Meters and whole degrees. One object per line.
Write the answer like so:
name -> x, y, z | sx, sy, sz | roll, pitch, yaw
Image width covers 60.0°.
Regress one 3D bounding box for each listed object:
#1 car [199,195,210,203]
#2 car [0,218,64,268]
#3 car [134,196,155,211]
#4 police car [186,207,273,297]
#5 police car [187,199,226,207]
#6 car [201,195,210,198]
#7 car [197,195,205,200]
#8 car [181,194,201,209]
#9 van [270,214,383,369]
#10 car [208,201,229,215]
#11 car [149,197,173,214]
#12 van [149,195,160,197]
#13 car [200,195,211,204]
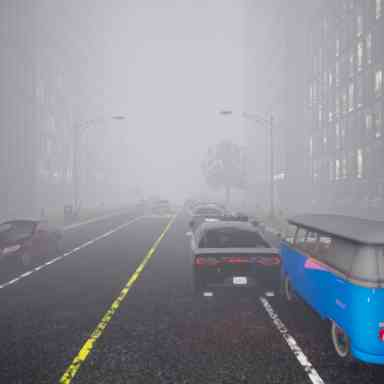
car -> 2.527, 1.401, 68.208 | 1.967, 1.590, 4.097 | 0, 0, 0
car -> -5.717, 1.582, 11.266 | 1.802, 1.307, 4.206 | 0, 0, 0
car -> -5.786, 1.548, 39.729 | 2.008, 1.369, 4.403 | 0, 0, 0
police car -> 0.879, 1.425, 8.716 | 1.930, 1.638, 5.238 | 0, 0, 0
police car -> 0.855, 1.425, 18.716 | 1.930, 1.638, 5.238 | 0, 0, 0
car -> 2.582, 1.544, 45.439 | 2.008, 1.369, 4.403 | 0, 0, 0
car -> 2.472, 1.463, 90.978 | 1.887, 1.381, 4.507 | 0, 0, 0
car -> -0.102, 1.471, 45.189 | 1.882, 1.535, 5.008 | 0, 0, 1
van -> 2.677, 1.341, 5.592 | 1.690, 1.788, 3.998 | 0, 0, 0
car -> 2.609, 1.581, 34.054 | 1.802, 1.307, 4.206 | 0, 0, 0
car -> -3.084, 1.524, 34.755 | 1.812, 1.442, 4.674 | 0, 0, 0
van -> -5.813, 1.328, 51.115 | 1.690, 1.788, 3.998 | 0, 0, 0
car -> 2.541, 1.410, 62.516 | 1.967, 1.590, 4.097 | 0, 0, 0
